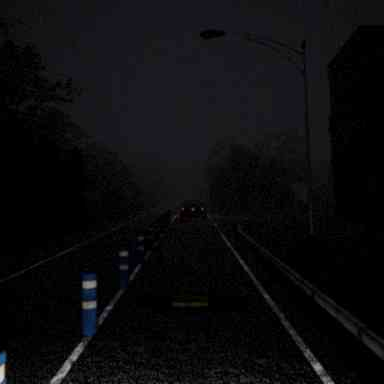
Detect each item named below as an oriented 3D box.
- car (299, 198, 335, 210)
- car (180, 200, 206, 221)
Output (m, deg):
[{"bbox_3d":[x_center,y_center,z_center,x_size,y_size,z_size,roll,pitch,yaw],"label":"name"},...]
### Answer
[{"bbox_3d":[14.570,1.450,37.872,5.008,1.535,1.882,0,-6,-21],"label":"car"},{"bbox_3d":[0.082,1.419,28.190,2.097,1.767,4.553,-1,-1,0],"label":"car"}]
